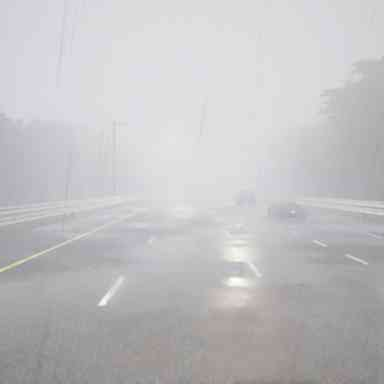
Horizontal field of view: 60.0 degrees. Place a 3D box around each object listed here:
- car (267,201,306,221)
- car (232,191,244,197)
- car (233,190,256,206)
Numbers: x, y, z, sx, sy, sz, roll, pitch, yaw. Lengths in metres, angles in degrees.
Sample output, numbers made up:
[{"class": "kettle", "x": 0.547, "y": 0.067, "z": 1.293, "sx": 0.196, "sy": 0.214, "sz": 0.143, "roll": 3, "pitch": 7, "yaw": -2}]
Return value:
[{"class": "car", "x": 6.998, "y": 1.321, "z": 24.970, "sx": 1.994, "sy": 1.385, "sz": 4.181, "roll": 0, "pitch": 1, "yaw": 0}, {"class": "car", "x": 12.497, "y": 0.629, "z": 90.685, "sx": 2.128, "sy": 1.511, "sz": 4.902, "roll": 0, "pitch": 1, "yaw": 21}, {"class": "car", "x": 6.998, "y": 0.807, "z": 43.978, "sx": 2.150, "sy": 2.045, "sz": 5.566, "roll": 0, "pitch": 0, "yaw": 0}]
